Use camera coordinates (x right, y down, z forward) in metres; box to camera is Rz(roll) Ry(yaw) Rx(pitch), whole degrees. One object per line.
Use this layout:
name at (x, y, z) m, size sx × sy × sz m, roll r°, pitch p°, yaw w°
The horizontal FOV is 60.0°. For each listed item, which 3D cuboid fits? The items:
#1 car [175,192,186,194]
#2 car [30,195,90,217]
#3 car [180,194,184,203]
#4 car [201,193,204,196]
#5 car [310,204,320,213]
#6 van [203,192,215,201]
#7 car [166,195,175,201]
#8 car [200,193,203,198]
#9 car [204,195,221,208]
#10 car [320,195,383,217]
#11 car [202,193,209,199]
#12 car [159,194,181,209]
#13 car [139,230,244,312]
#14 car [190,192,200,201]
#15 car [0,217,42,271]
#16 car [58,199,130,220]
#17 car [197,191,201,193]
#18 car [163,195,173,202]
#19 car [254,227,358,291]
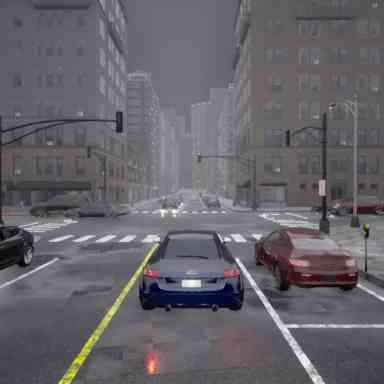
car at (-2.618, 1.354, 64.371) m, size 2.128 × 1.511 × 4.902 m, roll 0°, pitch 0°, yaw 1°
car at (-12.199, 1.339, 31.307) m, size 5.566 × 2.045 × 2.150 m, roll -1°, pitch 0°, yaw 0°
car at (-2.753, 1.427, 53.808) m, size 1.812 × 1.442 × 4.674 m, roll 0°, pitch 0°, yaw 0°
car at (3.227, 1.425, 68.138) m, size 1.802 × 1.307 × 4.206 m, roll 0°, pitch 0°, yaw 0°
car at (13.658, 1.355, 31.219) m, size 4.718 × 1.301 × 1.895 m, roll -1°, pitch 0°, yaw 0°
van at (3.081, 1.250, 51.480) m, size 1.690 × 1.788 × 3.998 m, roll 0°, pitch 0°, yaw 0°
car at (-5.203, 1.349, 79.322) m, size 1.802 × 1.307 × 4.206 m, roll 0°, pitch 0°, yaw 0°
car at (3.274, 1.389, 73.694) m, size 1.802 × 1.307 × 4.206 m, roll 0°, pitch 0°, yaw 0°
car at (3.034, 1.508, 45.929) m, size 1.802 × 1.307 × 4.206 m, roll 0°, pitch 0°, yaw 0°
car at (13.689, 1.123, 27.968) m, size 4.553 × 1.767 × 2.097 m, roll -1°, pitch 0°, yaw 0°
car at (3.816, 1.144, 93.078) m, size 1.882 × 1.535 × 5.008 m, roll 0°, pitch 0°, yaw 0°
car at (-2.838, 1.437, 43.904) m, size 1.837 × 1.490 × 4.892 m, roll 0°, pitch 0°, yaw 2°
car at (0.002, 1.562, 7.799) m, size 1.994 × 1.385 × 4.181 m, roll 0°, pitch 0°, yaw 0°
car at (0.516, 1.319, 74.368) m, size 1.812 × 1.442 × 4.674 m, roll 0°, pitch 0°, yaw 0°
car at (-5.766, 1.564, 8.722) m, size 1.947 × 1.339 × 4.313 m, roll 0°, pitch 0°, yaw 0°
car at (-7.965, 1.571, 28.043) m, size 5.357 × 1.411 × 2.033 m, roll -1°, pitch 0°, yaw 0°
car at (0.601, 1.088, 84.368) m, size 2.128 × 1.511 × 4.902 m, roll 0°, pitch 0°, yaw 0°
car at (-5.251, 1.357, 73.770) m, size 2.008 × 1.369 × 4.403 m, roll 0°, pitch 0°, yaw 0°
car at (2.759, 1.580, 8.720) m, size 1.802 × 1.307 × 4.206 m, roll 0°, pitch 0°, yaw 0°
